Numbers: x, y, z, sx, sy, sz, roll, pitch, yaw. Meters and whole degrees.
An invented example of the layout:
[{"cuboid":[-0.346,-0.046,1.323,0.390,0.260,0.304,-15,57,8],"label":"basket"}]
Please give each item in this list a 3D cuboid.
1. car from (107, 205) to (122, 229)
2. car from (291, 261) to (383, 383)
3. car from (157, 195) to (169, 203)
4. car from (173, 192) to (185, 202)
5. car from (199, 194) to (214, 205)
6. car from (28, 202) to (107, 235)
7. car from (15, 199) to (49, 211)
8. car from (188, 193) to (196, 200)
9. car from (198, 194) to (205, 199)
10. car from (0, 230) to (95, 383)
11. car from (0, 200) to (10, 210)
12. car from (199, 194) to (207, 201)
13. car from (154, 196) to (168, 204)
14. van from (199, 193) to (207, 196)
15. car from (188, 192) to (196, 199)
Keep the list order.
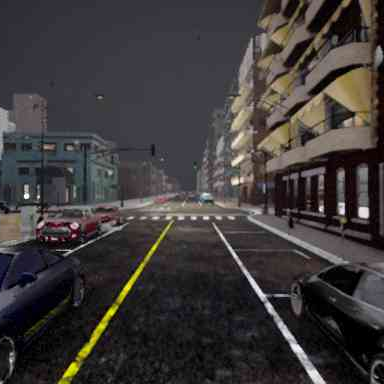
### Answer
[{"cuboid":[-5.651,1.503,21.307,1.887,1.381,4.507,1,0,0],"label":"car"},{"cuboid":[2.700,1.558,4.404,1.947,1.339,4.313,1,0,0],"label":"car"},{"cuboid":[-5.693,1.386,64.952,1.887,1.381,4.507,1,0,0],"label":"car"},{"cuboid":[-3.016,1.322,70.925,1.837,1.490,4.892,0,0,0],"label":"car"},{"cuboid":[2.689,1.426,53.829,2.008,1.369,4.403,1,0,0],"label":"car"},{"cuboid":[-5.648,1.410,15.661,1.967,1.590,4.097,1,0,0],"label":"car"},{"cuboid":[-19.727,1.610,41.618,4.403,1.369,2.008,0,0,1],"label":"car"},{"cuboid":[-0.019,1.323,83.694,1.994,1.385,4.181,0,0,0],"label":"car"},{"cuboid":[2.681,1.312,92.893,1.947,1.339,4.313,1,0,0],"label":"car"},{"cuboid":[-3.097,1.555,4.938,1.994,1.385,4.181,0,0,0],"label":"car"},{"cuboid":[-25.208,1.651,41.692,4.313,1.339,1.947,0,0,1],"label":"car"},{"cuboid":[2.684,1.311,81.901,1.752,1.417,4.829,1,0,0],"label":"car"},{"cuboid":[-5.693,1.440,59.371,1.802,1.307,4.206,1,0,0],"label":"car"},{"cuboid":[2.691,1.199,59.407,1.690,1.788,3.998,1,0,0],"label":"van"},{"cuboid":[-0.023,0.930,93.706,2.097,1.767,4.553,0,0,0],"label":"car"}]
